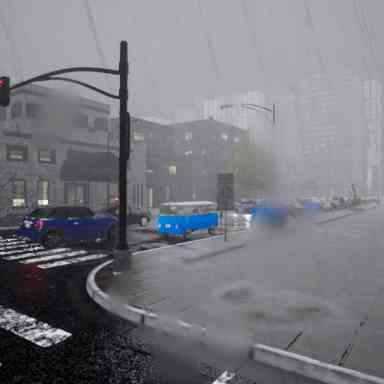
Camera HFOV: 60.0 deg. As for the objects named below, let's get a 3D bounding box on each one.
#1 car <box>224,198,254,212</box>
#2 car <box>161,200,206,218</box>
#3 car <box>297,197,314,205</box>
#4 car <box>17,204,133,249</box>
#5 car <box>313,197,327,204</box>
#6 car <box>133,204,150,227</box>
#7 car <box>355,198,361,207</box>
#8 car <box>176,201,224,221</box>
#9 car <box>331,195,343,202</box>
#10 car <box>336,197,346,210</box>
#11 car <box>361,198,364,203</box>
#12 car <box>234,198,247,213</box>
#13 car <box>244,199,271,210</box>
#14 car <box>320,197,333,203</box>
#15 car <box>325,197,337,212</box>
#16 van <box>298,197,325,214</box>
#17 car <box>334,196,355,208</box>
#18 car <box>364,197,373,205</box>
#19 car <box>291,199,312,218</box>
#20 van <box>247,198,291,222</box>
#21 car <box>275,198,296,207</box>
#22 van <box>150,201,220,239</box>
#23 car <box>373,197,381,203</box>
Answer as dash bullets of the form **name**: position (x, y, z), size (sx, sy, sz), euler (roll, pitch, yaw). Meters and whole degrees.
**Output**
- **car**: position (5.732, 1.506, 40.542), size (1.967, 1.590, 4.097), euler (0, 0, 35)
- **car**: position (-0.705, 1.558, 31.358), size (1.752, 1.417, 4.829), euler (0, 0, 35)
- **car**: position (21.574, 1.705, 63.151), size (1.887, 1.381, 4.507), euler (0, 0, 35)
- **car**: position (-5.276, 1.385, 15.113), size (2.097, 1.767, 4.553), euler (0, 0, 40)
- **car**: position (27.814, 1.728, 72.056), size (1.752, 1.417, 4.829), euler (0, 0, 35)
- **car**: position (-4.653, 1.528, 21.207), size (1.837, 1.490, 4.892), euler (1, 0, 35)
- **car**: position (25.260, 1.516, 53.807), size (2.192, 1.841, 5.009), euler (0, 0, 35)
- **car**: position (0.810, 1.554, 29.001), size (1.837, 1.490, 4.892), euler (1, 0, 35)
- **car**: position (37.418, 1.712, 85.761), size (1.967, 1.590, 4.097), euler (0, 0, 35)
- **car**: position (18.920, 1.729, 44.761), size (1.947, 1.339, 4.313), euler (0, 0, 35)
- **car**: position (28.525, 1.748, 58.467), size (1.752, 1.417, 4.829), euler (0, 0, 35)
- **car**: position (6.491, 1.604, 37.084), size (1.812, 1.442, 4.674), euler (1, 0, 35)
- **car**: position (8.899, 1.628, 45.064), size (1.887, 1.381, 4.507), euler (0, 0, 35)
- **car**: position (31.080, 1.792, 76.717), size (1.947, 1.339, 4.313), euler (0, 0, 35)
- **car**: position (15.850, 1.671, 40.379), size (1.752, 1.417, 4.829), euler (0, 0, 35)
- **van**: position (12.584, 1.469, 35.718), size (1.690, 1.788, 3.998), euler (0, 0, 35)
- **car**: position (22.091, 1.497, 49.284), size (2.192, 1.841, 5.009), euler (0, 0, 35)
- **car**: position (34.764, 1.809, 67.372), size (1.887, 1.381, 4.507), euler (0, 0, 35)
- **car**: position (9.414, 1.655, 31.195), size (1.887, 1.381, 4.507), euler (0, 0, 35)
- **van**: position (6.246, 1.436, 26.674), size (1.690, 1.788, 3.998), euler (0, 0, 35)
- **car**: position (15.237, 1.665, 54.107), size (1.887, 1.381, 4.507), euler (0, 0, 35)
- **van**: position (-0.091, 1.406, 17.629), size (1.690, 1.788, 3.998), euler (0, 0, 35)
- **car**: position (44.271, 1.899, 80.938), size (1.947, 1.339, 4.313), euler (0, 0, 35)
